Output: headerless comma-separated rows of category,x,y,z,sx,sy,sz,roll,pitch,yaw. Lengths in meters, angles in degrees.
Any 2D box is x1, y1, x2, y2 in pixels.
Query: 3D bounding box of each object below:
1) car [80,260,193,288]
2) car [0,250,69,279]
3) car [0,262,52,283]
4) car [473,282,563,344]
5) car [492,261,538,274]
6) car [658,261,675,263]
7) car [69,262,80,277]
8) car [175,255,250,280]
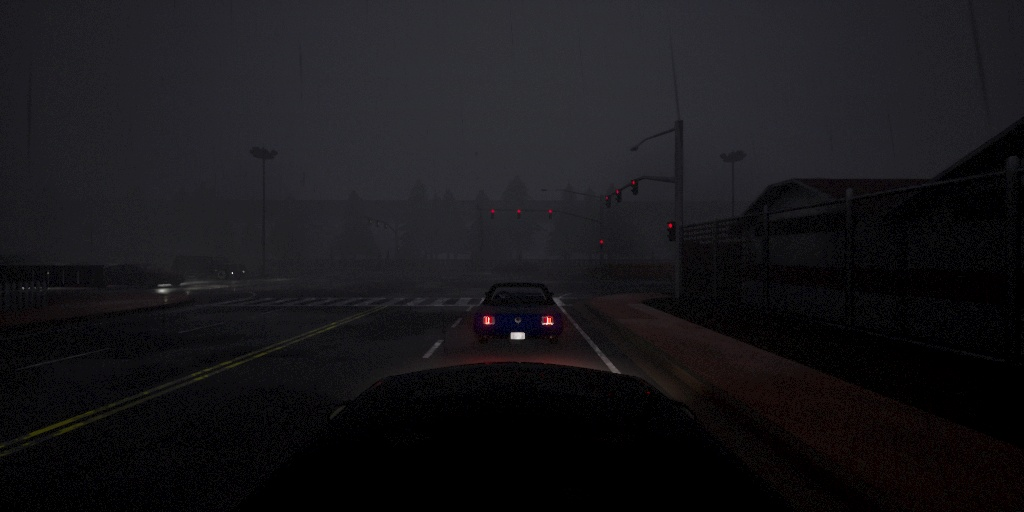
car,-24.161,1.226,23.207,5.008,1.535,1.882,0,0,-1
car,-37.160,0.819,26.494,5.566,2.045,2.150,2,0,-1
car,-33.144,1.268,23.059,4.181,1.385,1.994,1,0,-1
car,0.189,1.351,9.579,1.895,1.301,4.718,0,0,2
car,0.362,1.298,41.333,5.357,1.411,2.033,0,0,-1
car,17.678,1.276,41.610,4.674,1.442,1.812,0,0,-1
car,-35.123,1.190,30.029,4.674,1.442,1.812,1,0,-1
car,-25.400,0.965,30.188,5.566,2.045,2.150,0,0,-1
